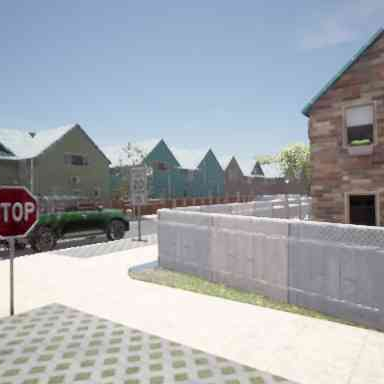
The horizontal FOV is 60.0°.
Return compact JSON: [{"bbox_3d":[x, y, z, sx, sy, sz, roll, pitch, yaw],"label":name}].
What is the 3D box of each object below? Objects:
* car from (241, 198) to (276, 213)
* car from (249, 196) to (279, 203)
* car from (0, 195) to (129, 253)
[{"bbox_3d":[7.123,1.389,35.421,1.994,1.385,4.181,-2,-1,36],"label":"car"},{"bbox_3d":[7.024,1.129,30.309,2.097,1.767,4.553,-2,-1,36],"label":"car"},{"bbox_3d":[-5.136,1.160,13.588,2.150,2.045,5.566,-2,-1,36],"label":"car"}]
